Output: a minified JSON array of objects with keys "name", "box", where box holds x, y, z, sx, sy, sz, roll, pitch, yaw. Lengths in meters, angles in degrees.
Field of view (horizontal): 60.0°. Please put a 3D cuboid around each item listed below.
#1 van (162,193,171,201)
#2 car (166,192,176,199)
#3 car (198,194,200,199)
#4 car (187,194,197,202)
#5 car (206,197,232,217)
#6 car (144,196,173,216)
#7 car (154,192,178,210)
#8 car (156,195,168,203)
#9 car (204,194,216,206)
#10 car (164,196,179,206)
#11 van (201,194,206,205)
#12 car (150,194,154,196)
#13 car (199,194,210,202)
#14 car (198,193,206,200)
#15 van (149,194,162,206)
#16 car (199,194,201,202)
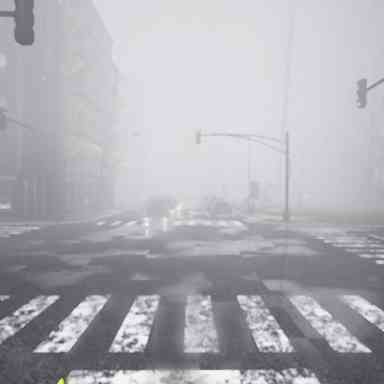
[{"name":"van","box":[-5.784,1.091,75.447,1.690,1.788,3.998,-1,0,0]},{"name":"car","box":[-5.802,0.989,92.385,2.192,1.841,5.009,-1,0,0]},{"name":"car","box":[2.577,1.237,64.195,1.967,1.590,4.097,-1,0,0]},{"name":"car","box":[-0.058,1.268,71.422,1.837,1.490,4.892,0,0,0]},{"name":"car","box":[2.614,1.461,30.321,1.887,1.381,4.507,-1,0,0]},{"name":"car","box":[-3.129,1.390,31.543,1.882,1.535,5.008,0,0,0]},{"name":"car","box":[-3.134,1.233,40.857,2.097,1.767,4.553,0,0,0]},{"name":"car","box":[-5.770,1.342,64.154,1.887,1.381,4.507,-1,0,0]},{"name":"car","box":[2.606,1.338,35.966,1.967,1.590,4.097,-1,0,0]},{"name":"car","box":[-3.133,1.411,50.822,1.994,1.385,4.181,0,0,0]},{"name":"van","box":[2.593,1.201,47.258,1.690,1.788,3.998,-1,0,0]},{"name":"car","box":[-5.751,1.426,47.217,1.947,1.339,4.313,-1,0,0]},{"name":"car","box":[2.577,1.214,69.841,1.967,1.590,4.097,-1,0,0]},{"name":"car","box":[2.589,1.140,86.779,1.967,1.590,4.097,-1,0,0]},{"name":"van","box":[-5.761,1.181,52.862,1.690,1.788,3.998,-1,0,0]},{"name":"car","box":[2.590,1.384,52.904,1.887,1.381,4.507,-1,0,0]}]
